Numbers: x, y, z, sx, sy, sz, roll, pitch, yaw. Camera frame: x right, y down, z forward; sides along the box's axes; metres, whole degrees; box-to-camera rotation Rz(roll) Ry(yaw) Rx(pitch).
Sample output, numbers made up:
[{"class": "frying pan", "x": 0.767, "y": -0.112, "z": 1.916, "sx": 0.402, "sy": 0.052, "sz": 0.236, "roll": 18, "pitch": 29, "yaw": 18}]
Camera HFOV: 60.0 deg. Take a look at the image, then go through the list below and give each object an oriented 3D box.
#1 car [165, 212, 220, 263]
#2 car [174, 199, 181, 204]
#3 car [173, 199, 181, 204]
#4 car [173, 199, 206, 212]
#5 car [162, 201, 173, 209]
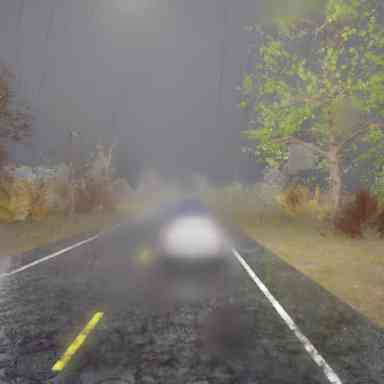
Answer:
[{"class": "car", "x": 0.025, "y": 1.679, "z": 12.439, "sx": 1.812, "sy": 1.442, "sz": 4.674, "roll": 0, "pitch": -1, "yaw": 0}, {"class": "car", "x": -4.002, "y": 2.502, "z": 91.290, "sx": 1.895, "sy": 1.301, "sz": 4.718, "roll": 0, "pitch": -1, "yaw": 0}, {"class": "car", "x": -3.840, "y": 2.359, "z": 83.970, "sx": 1.895, "sy": 1.301, "sz": 4.718, "roll": 0, "pitch": -1, "yaw": -2}, {"class": "car", "x": -0.046, "y": 1.543, "z": 26.286, "sx": 2.150, "sy": 2.045, "sz": 5.566, "roll": 0, "pitch": 0, "yaw": 0}, {"class": "car", "x": -4.266, "y": 2.280, "z": 58.085, "sx": 1.895, "sy": 1.301, "sz": 4.718, "roll": 0, "pitch": -1, "yaw": -4}]
